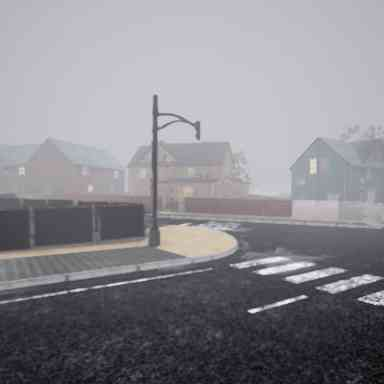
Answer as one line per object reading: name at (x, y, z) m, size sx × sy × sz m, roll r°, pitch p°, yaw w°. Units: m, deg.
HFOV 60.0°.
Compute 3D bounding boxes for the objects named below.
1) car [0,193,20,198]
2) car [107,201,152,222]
car at (-14.053, 0.838, 25.127) m, size 4.553 × 1.767 × 2.097 m, roll 1°, pitch 0°, yaw 19°
car at (-4.707, 1.296, 21.882) m, size 4.718 × 1.301 × 1.895 m, roll 1°, pitch 0°, yaw 19°
